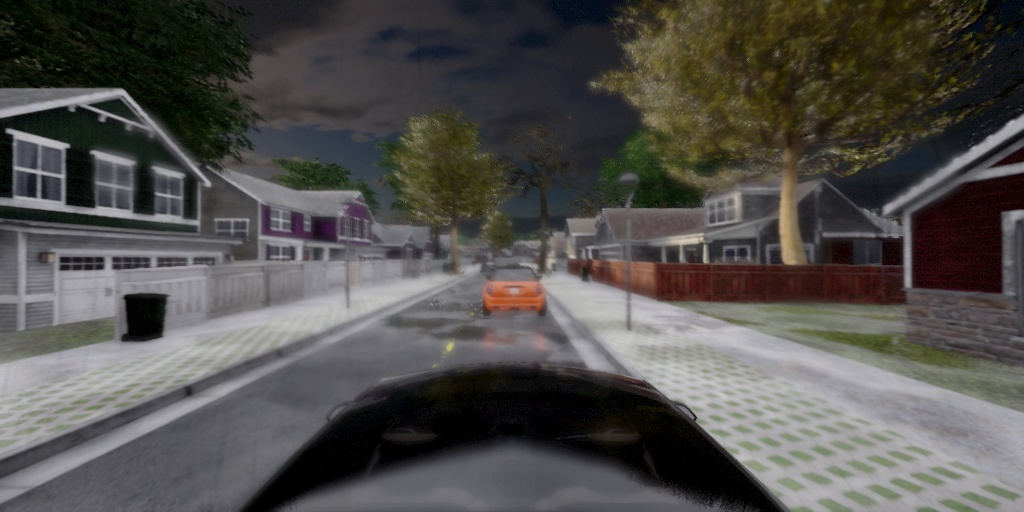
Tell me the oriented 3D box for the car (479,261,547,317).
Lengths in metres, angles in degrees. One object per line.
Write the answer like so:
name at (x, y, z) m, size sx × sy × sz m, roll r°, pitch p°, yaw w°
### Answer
car at (0.088, 1.118, 13.423) m, size 2.097 × 1.767 × 4.553 m, roll 0°, pitch 0°, yaw 0°

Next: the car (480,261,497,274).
car at (-2.826, 1.372, 43.961) m, size 1.812 × 1.442 × 4.674 m, roll 0°, pitch 0°, yaw 0°
